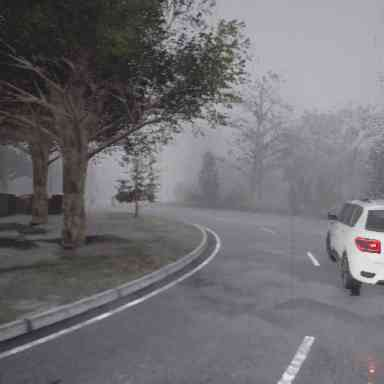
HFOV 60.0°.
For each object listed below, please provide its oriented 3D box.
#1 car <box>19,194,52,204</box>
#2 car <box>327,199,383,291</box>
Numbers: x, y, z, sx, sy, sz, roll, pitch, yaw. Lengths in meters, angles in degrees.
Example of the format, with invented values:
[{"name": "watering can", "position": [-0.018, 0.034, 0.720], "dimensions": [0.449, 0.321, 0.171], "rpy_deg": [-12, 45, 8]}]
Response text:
[{"name": "car", "position": [-16.798, 0.921, 34.477], "dimensions": [5.008, 1.535, 1.882], "rpy_deg": [1, 1, 0]}, {"name": "car", "position": [4.931, 1.191, 8.690], "dimensions": [2.150, 2.045, 5.566], "rpy_deg": [1, 1, 17]}]
